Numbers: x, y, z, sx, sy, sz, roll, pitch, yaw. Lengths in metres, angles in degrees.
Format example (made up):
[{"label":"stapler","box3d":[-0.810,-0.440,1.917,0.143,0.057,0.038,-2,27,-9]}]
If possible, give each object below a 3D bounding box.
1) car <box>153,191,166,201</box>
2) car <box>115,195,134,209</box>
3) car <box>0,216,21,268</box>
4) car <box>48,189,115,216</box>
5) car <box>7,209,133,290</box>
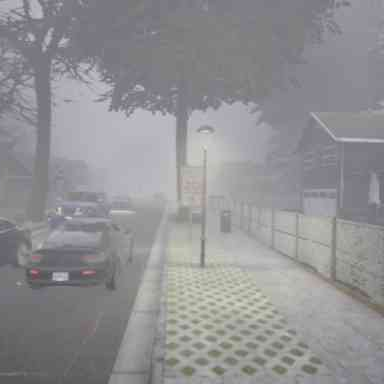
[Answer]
[{"label":"car","box3d":[-5.283,0.648,53.276,1.837,1.490,4.892,1,1,-4]},{"label":"car","box3d":[-6.962,1.003,32.946,1.994,1.385,4.181,1,1,-3]},{"label":"car","box3d":[-5.419,1.306,7.623,2.128,1.511,4.902,1,1,-4]},{"label":"car","box3d":[-6.090,0.884,18.670,2.150,2.045,5.566,1,0,-3]},{"label":"car","box3d":[-2.624,1.397,8.574,1.812,1.442,4.674,1,1,-4]}]
